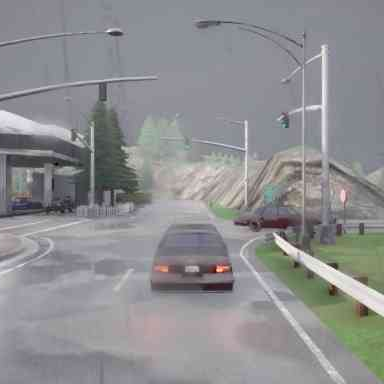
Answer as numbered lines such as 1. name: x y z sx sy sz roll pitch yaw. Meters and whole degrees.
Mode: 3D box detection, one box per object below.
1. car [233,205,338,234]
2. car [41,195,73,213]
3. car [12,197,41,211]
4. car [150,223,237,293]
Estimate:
1. car: 4.968 1.387 17.943 5.357 1.411 2.033 -1 0 30
2. car: -14.515 1.313 36.567 1.905 1.878 3.866 0 0 -1
3. car: -20.220 1.480 40.846 2.242 1.667 4.611 0 0 -1
4. car: 0.004 1.547 8.980 2.033 1.411 5.357 0 0 0
